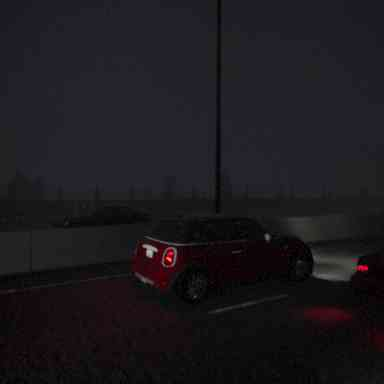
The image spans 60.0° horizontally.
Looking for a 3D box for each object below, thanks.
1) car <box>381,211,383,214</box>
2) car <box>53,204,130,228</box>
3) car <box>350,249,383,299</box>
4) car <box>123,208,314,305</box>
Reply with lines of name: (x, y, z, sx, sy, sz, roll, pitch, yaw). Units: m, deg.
car: (15.609, 1.492, 23.650, 4.902, 1.511, 2.128, 0, 0, -24)
car: (-4.569, 1.426, 17.427, 5.008, 1.535, 1.882, 0, 0, -31)
car: (5.780, 1.539, 7.136, 5.357, 1.411, 2.033, 0, 0, -29)
car: (0.894, 1.332, 8.226, 4.553, 1.767, 2.097, 0, 0, -32)
